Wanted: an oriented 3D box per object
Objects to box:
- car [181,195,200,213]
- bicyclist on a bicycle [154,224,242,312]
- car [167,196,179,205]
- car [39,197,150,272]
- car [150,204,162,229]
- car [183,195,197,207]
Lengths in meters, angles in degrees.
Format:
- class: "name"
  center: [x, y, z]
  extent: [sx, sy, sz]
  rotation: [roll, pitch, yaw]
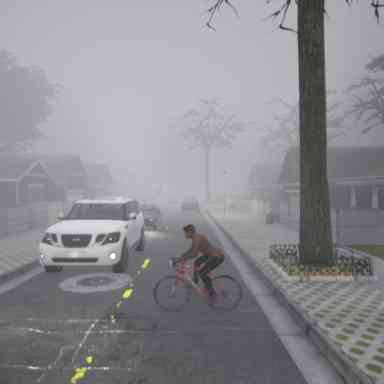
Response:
- class: "car"
  center: [-0.192, 1.432, 36.705]
  extent: [1.882, 1.535, 5.008]
  rotation: [0, 0, 0]
- class: "bicyclist on a bicycle"
  center: [0.113, 1.424, 6.179]
  extent: [1.656, 1.620, 0.582]
  rotation: [0, 0, 0]
- class: "car"
  center: [-3.292, 1.475, 59.015]
  extent: [2.033, 1.411, 5.357]
  rotation: [0, 0, 0]
- class: "car"
  center: [-2.924, 1.208, 11.050]
  extent: [2.150, 2.045, 5.566]
  rotation: [0, 0, 0]
- class: "car"
  center: [-3.003, 1.520, 21.692]
  extent: [2.033, 1.411, 5.357]
  rotation: [0, 0, 0]
- class: "car"
  center: [-0.292, 1.292, 49.234]
  extent: [2.097, 1.767, 4.553]
  rotation: [0, 0, 0]
